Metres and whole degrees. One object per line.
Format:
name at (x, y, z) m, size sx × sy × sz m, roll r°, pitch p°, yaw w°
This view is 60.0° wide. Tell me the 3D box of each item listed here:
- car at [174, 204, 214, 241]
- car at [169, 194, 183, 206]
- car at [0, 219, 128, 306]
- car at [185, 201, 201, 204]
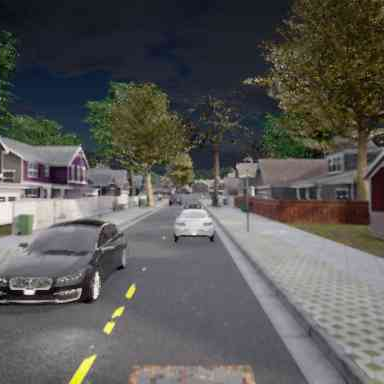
car at (0.096, 1.534, 16.551) m, size 1.812 × 1.442 × 4.674 m, roll 0°, pitch 0°, yaw 0°
car at (-2.758, 1.304, 56.872) m, size 2.150 × 2.045 × 5.566 m, roll 0°, pitch 0°, yaw 0°
car at (-2.851, 1.508, 8.257) m, size 1.837 × 1.490 × 4.892 m, roll 0°, pitch 0°, yaw 0°
car at (0.089, 1.644, 38.142) m, size 1.895 × 1.301 × 4.718 m, roll 0°, pitch 0°, yaw 0°
